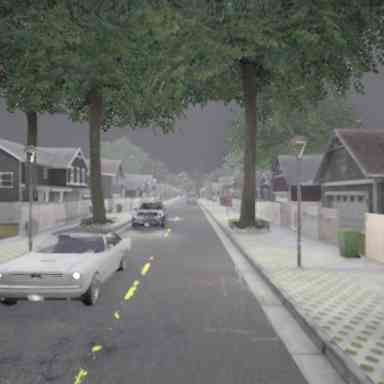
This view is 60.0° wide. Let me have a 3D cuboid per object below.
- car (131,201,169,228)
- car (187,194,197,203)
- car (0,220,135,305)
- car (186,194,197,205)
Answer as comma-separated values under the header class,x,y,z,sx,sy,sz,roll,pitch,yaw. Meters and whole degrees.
class,x,y,z,sx,sy,sz,roll,pitch,yaw
car,-2.758,1.430,22.667,2.097,1.767,4.553,0,0,0
car,-0.025,1.376,73.710,2.150,2.045,5.566,0,0,0
car,-2.843,1.626,8.256,1.895,1.301,4.718,0,0,0
car,-0.021,1.712,63.250,2.128,1.511,4.902,0,0,0
